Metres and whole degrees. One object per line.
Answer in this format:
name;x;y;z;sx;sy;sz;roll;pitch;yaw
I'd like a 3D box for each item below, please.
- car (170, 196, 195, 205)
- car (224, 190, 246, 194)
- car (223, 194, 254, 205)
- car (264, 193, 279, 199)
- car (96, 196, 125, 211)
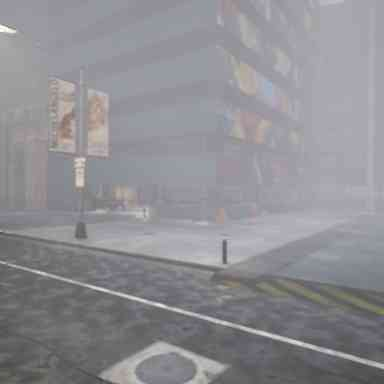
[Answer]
car;-1.916;1.175;43.159;4.718;1.301;1.895;1;0;35
car;8.106;0.720;58.729;5.566;2.045;2.435;1;0;35
car;3.370;1.155;30.241;4.674;1.452;2.002;1;0;35
car;22.097;1.074;91.576;4.892;1.521;2.231;1;0;35
car;-8.963;1.128;33.935;4.786;1.482;2.161;1;0;35
